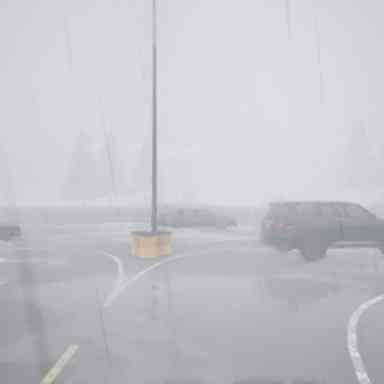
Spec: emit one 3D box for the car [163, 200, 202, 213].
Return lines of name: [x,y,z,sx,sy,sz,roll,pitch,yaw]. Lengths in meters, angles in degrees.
car: [-1.149,1.890,43.707,5.008,1.535,1.882,0,-1,1]

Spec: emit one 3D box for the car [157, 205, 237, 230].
car: [0.320,1.763,22.471,5.357,1.411,2.033,0,-1,1]

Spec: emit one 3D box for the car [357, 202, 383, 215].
car: [22.314,1.941,39.717,4.181,1.385,1.994,0,-1,1]

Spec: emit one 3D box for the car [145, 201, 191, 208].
car: [-2.855,1.793,33.240,5.008,1.535,1.882,0,-1,1]

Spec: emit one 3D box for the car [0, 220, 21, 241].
car: [-10.728,1.629,15.699,5.008,1.535,1.882,0,-1,1]

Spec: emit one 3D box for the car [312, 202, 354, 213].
car: [18.293,2.011,43.305,4.718,1.301,1.895,0,-1,1]

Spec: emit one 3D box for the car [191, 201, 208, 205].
car: [0.483,1.928,40.172,5.357,1.411,2.033,0,-1,1]

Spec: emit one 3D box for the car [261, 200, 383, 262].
car: [5.382,1.345,12.600,5.566,2.045,2.150,0,-2,-13]
